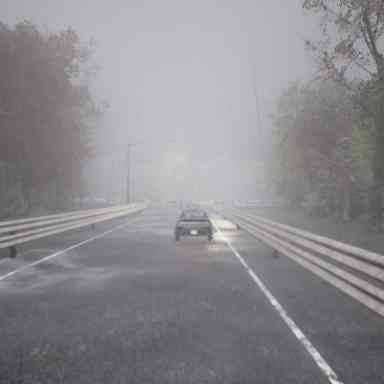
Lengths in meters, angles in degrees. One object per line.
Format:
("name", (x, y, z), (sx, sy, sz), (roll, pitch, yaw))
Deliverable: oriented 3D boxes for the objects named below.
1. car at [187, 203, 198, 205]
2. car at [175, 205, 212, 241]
("car", (0.098, 2.037, 38.718), (2.033, 1.411, 5.357), (0, -1, 0))
("car", (0.095, 1.724, 18.283), (2.128, 1.511, 4.902), (0, -1, 0))
